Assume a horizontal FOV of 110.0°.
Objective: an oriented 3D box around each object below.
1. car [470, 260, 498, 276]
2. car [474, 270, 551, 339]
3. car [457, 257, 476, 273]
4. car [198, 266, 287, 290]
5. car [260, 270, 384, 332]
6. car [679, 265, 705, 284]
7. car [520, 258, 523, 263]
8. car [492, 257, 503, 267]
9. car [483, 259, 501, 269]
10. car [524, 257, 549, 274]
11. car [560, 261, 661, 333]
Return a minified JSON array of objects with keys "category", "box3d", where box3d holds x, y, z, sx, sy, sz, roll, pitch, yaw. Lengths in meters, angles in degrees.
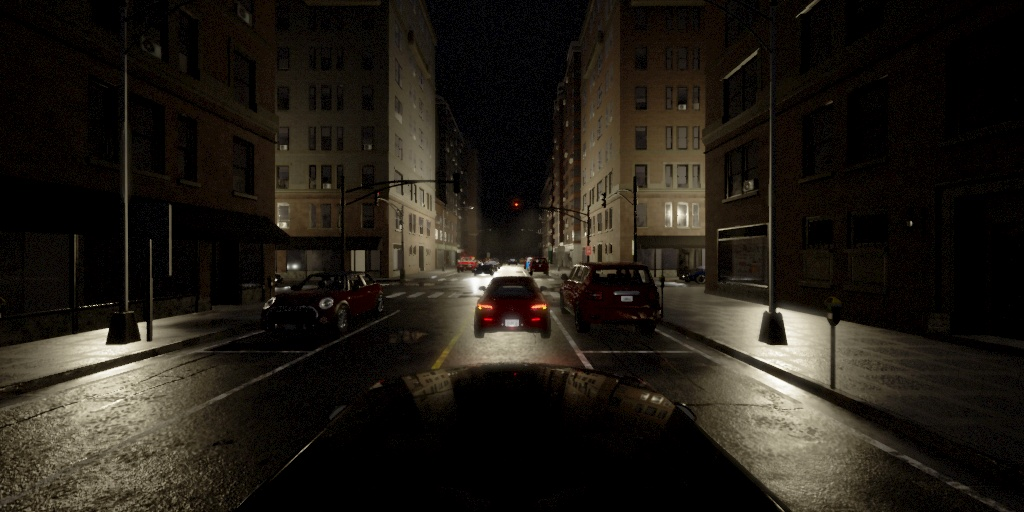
[{"category":"car","box3d":[-2.777,1.349,36.624,1.895,1.301,4.718,0,0,0]},{"category":"car","box3d":[0.023,1.276,10.006,1.812,1.442,4.674,0,0,1]},{"category":"car","box3d":[-5.335,1.062,43.225,2.192,1.841,5.009,0,0,0]},{"category":"car","box3d":[-17.073,1.362,22.907,4.181,1.385,1.994,0,0,0]},{"category":"car","box3d":[-5.371,1.189,10.666,1.967,1.591,4.097,0,0,0]},{"category":"car","box3d":[14.293,1.271,25.723,4.181,1.385,1.994,0,0,0]},{"category":"car","box3d":[2.794,1.061,54.217,2.192,1.841,5.009,0,0,0]},{"category":"car","box3d":[-2.730,1.294,55.661,2.033,1.411,5.357,0,0,1]},{"category":"car","box3d":[-2.755,1.348,45.848,1.895,1.301,4.718,0,0,0]},{"category":"car","box3d":[2.773,1.063,37.706,2.192,1.841,5.009,0,0,0]},{"category":"car","box3d":[2.654,1.064,10.650,2.192,1.841,5.009,0,0,0]}]
